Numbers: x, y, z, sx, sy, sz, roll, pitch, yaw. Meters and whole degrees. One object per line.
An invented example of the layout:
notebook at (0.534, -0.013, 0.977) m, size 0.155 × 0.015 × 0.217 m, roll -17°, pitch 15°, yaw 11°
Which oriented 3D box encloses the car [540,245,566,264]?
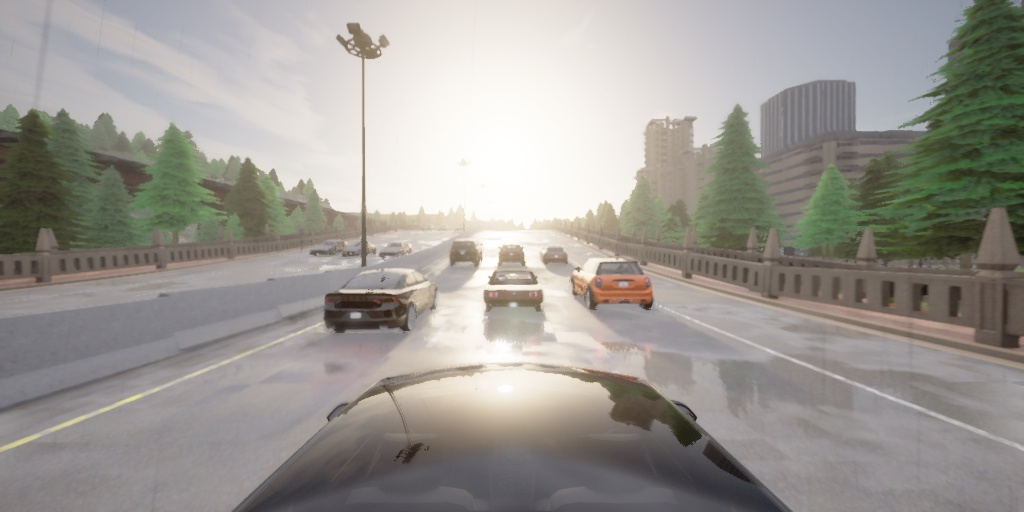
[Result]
car at (3.451, -0.222, 29.848) m, size 1.994 × 1.385 × 4.181 m, roll 0°, pitch 6°, yaw 0°

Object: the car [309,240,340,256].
car at (-17.767, -0.871, 35.378) m, size 2.033 × 1.411 × 5.357 m, roll 0°, pitch 7°, yaw 0°

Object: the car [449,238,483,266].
car at (-3.539, -0.402, 28.378) m, size 2.150 × 2.045 × 5.566 m, roll 0°, pitch 6°, yaw 0°

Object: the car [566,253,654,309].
car at (3.534, 0.821, 13.508) m, size 2.097 × 1.767 × 4.553 m, roll 0°, pitch 3°, yaw 0°

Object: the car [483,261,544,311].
car at (0.040, 1.095, 13.085) m, size 1.895 × 1.301 × 4.718 m, roll 0°, pitch 3°, yaw 0°

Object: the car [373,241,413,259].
car at (-10.760, -0.657, 33.568) m, size 2.033 × 1.411 × 5.357 m, roll 0°, pitch 7°, yaw 0°

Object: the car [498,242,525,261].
car at (-0.046, -0.365, 29.216) m, size 2.097 × 1.767 × 4.553 m, roll 0°, pitch 6°, yaw 0°

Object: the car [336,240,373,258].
car at (-14.257, -0.644, 33.633) m, size 1.994 × 1.385 × 4.181 m, roll 0°, pitch 7°, yaw 0°

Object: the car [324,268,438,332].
car at (-3.455, 1.080, 10.396) m, size 1.882 × 1.535 × 5.008 m, roll 0°, pitch 2°, yaw 0°
